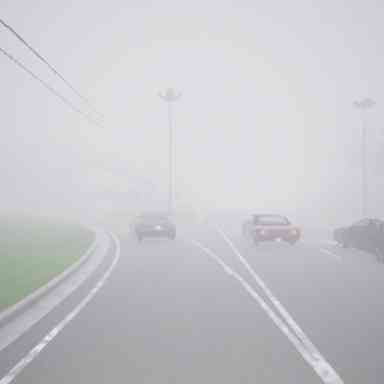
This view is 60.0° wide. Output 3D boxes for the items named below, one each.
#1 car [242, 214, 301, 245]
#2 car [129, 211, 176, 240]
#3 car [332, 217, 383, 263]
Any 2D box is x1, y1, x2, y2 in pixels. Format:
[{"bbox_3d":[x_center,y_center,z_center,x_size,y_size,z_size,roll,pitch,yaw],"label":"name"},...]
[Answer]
[{"bbox_3d":[3.604,1.727,16.112,1.895,1.301,4.718,0,0,0],"label":"car"},{"bbox_3d":[-2.226,1.705,17.940,1.994,1.385,4.181,0,0,-17],"label":"car"},{"bbox_3d":[7.103,1.644,12.230,2.033,1.411,5.357,0,0,0],"label":"car"}]
